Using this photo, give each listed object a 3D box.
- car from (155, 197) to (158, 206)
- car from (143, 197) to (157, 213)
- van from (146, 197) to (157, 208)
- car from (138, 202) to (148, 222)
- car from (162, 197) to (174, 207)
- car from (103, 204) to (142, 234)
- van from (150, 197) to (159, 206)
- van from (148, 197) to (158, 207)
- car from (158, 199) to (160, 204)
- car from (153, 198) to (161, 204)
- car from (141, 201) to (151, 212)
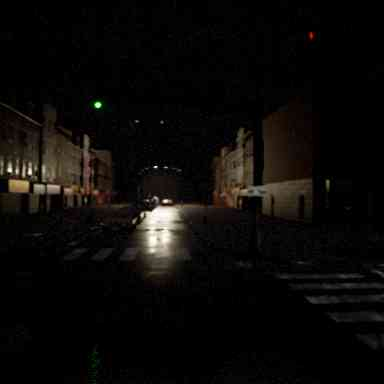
[{"bbox_3d":[-6.370,1.855,48.394,1.967,1.590,4.097,1,-1,-4],"label":"car"},{"bbox_3d":[-5.957,1.798,42.805,1.967,1.590,4.097,1,-1,-4],"label":"car"},{"bbox_3d":[-7.193,1.873,59.576,1.690,1.788,3.998,1,-1,-4],"label":"van"},{"bbox_3d":[-4.721,1.740,26.034,1.887,1.381,4.507,1,-1,-4],"label":"car"},{"bbox_3d":[-4.779,2.208,63.966,1.895,1.301,4.718,1,-1,-4],"label":"car"},{"bbox_3d":[-4.296,1.668,20.275,1.752,1.417,4.829,1,-1,-4],"label":"car"},{"bbox_3d":[-8.018,1.993,70.756,1.690,1.788,3.998,1,-1,-4],"label":"van"},{"bbox_3d":[-7.606,1.933,65.166,1.690,1.788,3.998,1,-1,-4],"label":"van"},{"bbox_3d":[-6.780,1.788,53.986,2.192,1.841,5.009,1,-1,-4],"label":"car"},{"bbox_3d":[-9.259,2.406,87.523,1.947,1.339,4.313,1,-1,-4],"label":"car"},{"bbox_3d":[-5.134,1.830,31.623,1.802,1.307,4.206,1,-1,-4],"label":"car"}]
